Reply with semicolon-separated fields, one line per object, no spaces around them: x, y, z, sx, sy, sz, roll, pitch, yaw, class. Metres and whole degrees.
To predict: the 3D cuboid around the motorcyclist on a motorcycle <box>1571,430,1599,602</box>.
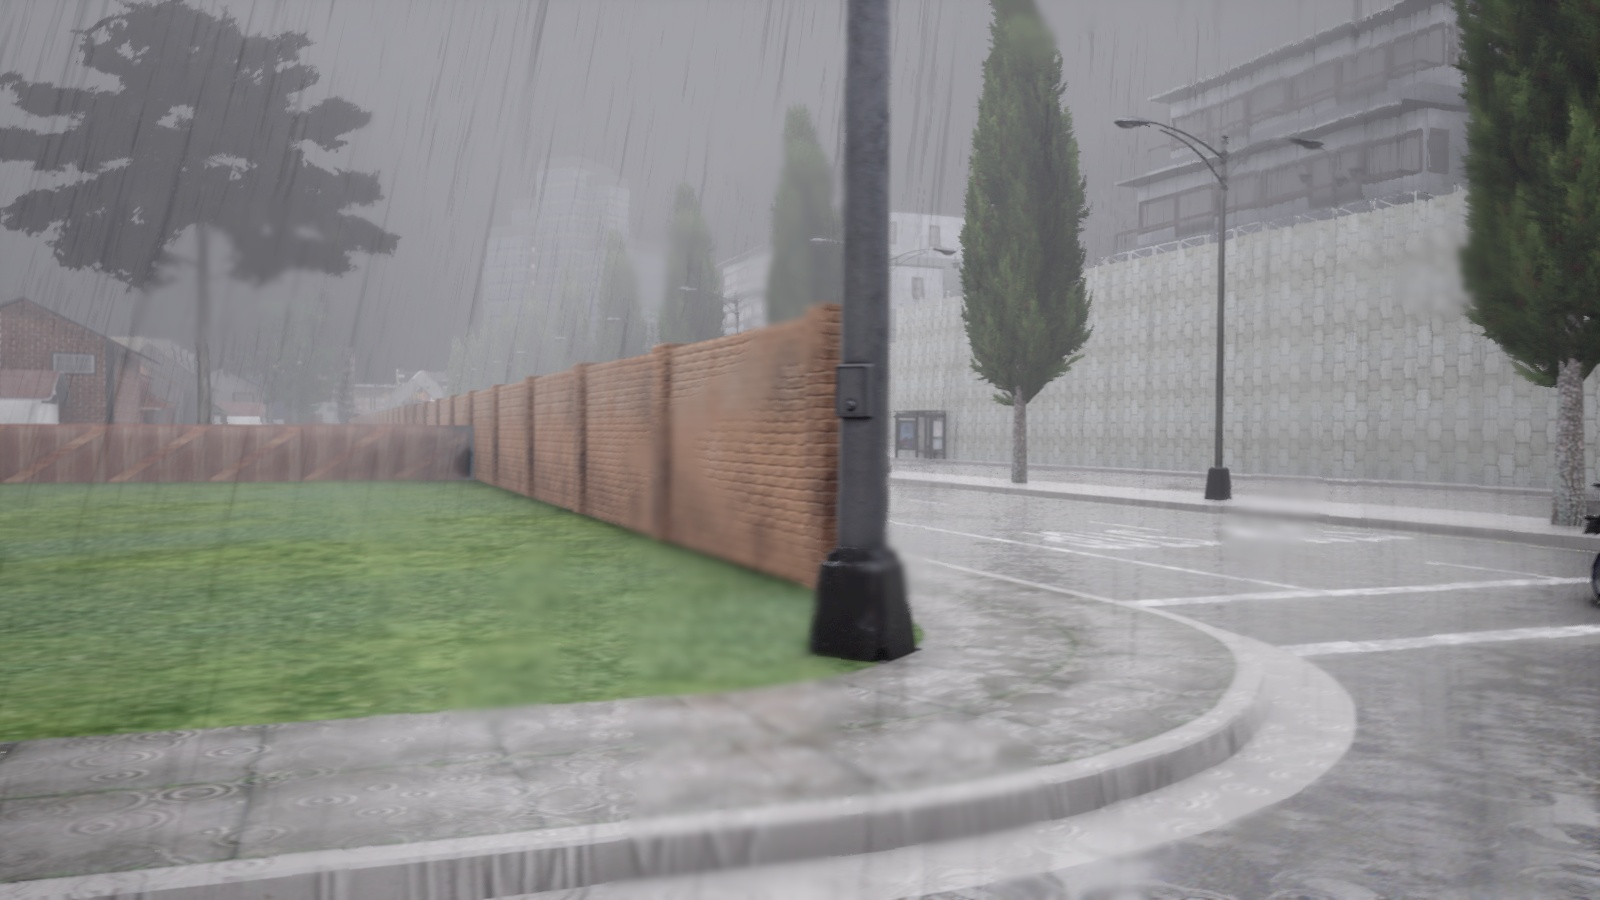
7.822;0.587;10.577;0.866;1.530;2.191;-1;1;-21;motorcyclist on a motorcycle
